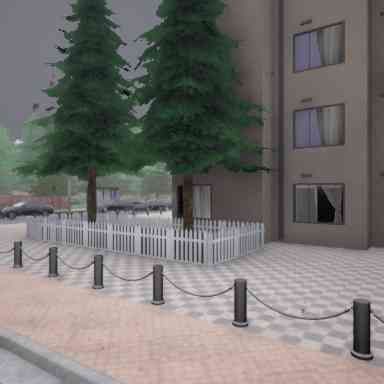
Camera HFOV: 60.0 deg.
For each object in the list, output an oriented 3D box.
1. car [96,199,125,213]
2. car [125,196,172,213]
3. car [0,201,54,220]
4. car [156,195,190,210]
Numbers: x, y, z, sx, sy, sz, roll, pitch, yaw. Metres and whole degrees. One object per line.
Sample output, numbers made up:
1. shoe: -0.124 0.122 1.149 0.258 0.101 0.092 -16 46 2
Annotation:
1. car: -8.733 1.476 36.167 2.128 1.511 4.902 0 0 37
2. car: -4.343 1.476 35.857 2.128 1.511 4.902 0 0 37
3. car: -14.321 1.510 28.705 1.812 1.442 4.674 0 0 37
4. car: -2.449 1.336 44.490 2.097 1.767 4.553 0 0 37
